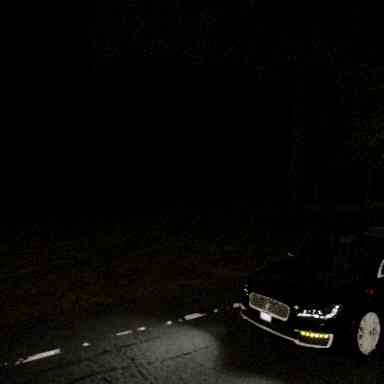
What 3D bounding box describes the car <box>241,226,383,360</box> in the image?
[{"bbox_3d":[3.044,1.422,5.872,4.892,1.490,1.837,-1,1,-33],"label":"car"}]
